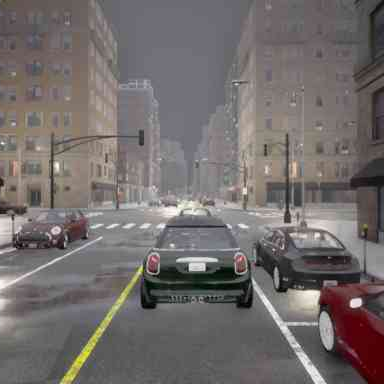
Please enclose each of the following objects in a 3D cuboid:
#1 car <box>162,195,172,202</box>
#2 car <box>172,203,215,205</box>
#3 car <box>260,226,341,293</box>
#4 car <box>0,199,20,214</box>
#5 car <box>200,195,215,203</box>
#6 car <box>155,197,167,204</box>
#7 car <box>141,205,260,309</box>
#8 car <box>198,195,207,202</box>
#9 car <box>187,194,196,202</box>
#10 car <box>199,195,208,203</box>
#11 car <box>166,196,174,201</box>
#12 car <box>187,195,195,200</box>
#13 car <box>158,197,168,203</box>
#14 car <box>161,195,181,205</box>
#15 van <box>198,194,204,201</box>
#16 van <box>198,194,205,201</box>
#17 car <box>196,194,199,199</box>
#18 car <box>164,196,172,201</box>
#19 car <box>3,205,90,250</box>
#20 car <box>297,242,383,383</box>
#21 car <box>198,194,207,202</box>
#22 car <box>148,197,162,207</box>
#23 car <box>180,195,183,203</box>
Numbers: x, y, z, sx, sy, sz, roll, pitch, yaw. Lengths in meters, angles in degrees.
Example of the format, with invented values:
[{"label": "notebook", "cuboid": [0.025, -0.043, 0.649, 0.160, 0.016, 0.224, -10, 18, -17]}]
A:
[{"label": "car", "cuboid": [-6.034, 1.549, 80.058, 1.967, 1.590, 4.097, 0, 0, 0]}, {"label": "car", "cuboid": [0.139, 1.495, 15.345, 2.128, 1.511, 4.902, 0, 0, 0]}, {"label": "car", "cuboid": [2.698, 1.552, 8.645, 2.008, 1.369, 4.403, 0, 0, 0]}, {"label": "car", "cuboid": [-17.594, 1.400, 30.197, 5.008, 1.535, 1.882, 0, 0, -2]}, {"label": "car", "cuboid": [2.679, 1.583, 52.572, 1.887, 1.381, 4.507, 0, 0, 0]}, {"label": "car", "cuboid": [-5.922, 1.605, 63.533, 1.887, 1.381, 4.507, 0, 0, 0]}, {"label": "car", "cuboid": [0.069, 1.353, 8.043, 2.097, 1.767, 4.553, 0, 0, -1]}, {"label": "car", "cuboid": [2.491, 1.549, 80.107, 1.967, 1.590, 4.097, 0, 0, 0]}, {"label": "car", "cuboid": [-0.181, 1.697, 80.075, 1.895, 1.301, 4.718, 0, 0, 0]}, {"label": "car", "cuboid": [2.528, 1.531, 74.601, 1.967, 1.590, 4.097, 0, 0, 0]}, {"label": "car", "cuboid": [-6.111, 1.717, 91.073, 1.947, 1.339, 4.313, 0, 0, 0]}, {"label": "car", "cuboid": [-0.249, 1.532, 90.051, 1.994, 1.385, 4.181, 0, 0, 0]}, {"label": "car", "cuboid": [-5.960, 1.657, 69.041, 1.802, 1.307, 4.206, 0, 0, 0]}, {"label": "car", "cuboid": [-3.067, 1.582, 50.191, 2.033, 1.411, 5.357, 0, 0, -1]}, {"label": "van", "cuboid": [2.416, 1.492, 91.122, 1.690, 1.788, 3.998, 0, 0, 0]}, {"label": "van", "cuboid": [2.454, 1.470, 85.615, 1.690, 1.788, 3.998, 0, 0, 0]}, {"label": "car", "cuboid": [2.566, 1.390, 69.093, 2.192, 1.841, 5.009, 0, 0, 0]}, {"label": "car", "cuboid": [-6.073, 1.711, 85.565, 1.802, 1.307, 4.206, 0, 0, 0]}, {"label": "car", "cuboid": [-5.813, 1.443, 14.155, 1.967, 1.590, 4.097, 0, 0, 0]}, {"label": "car", "cuboid": [2.684, 1.545, 3.154, 1.887, 1.381, 4.507, 0, 0, 0]}, {"label": "car", "cuboid": [2.602, 1.587, 63.756, 1.752, 1.417, 4.829, 0, 0, 0]}, {"label": "car", "cuboid": [-5.847, 1.589, 52.517, 2.008, 1.369, 4.403, 0, 0, 0]}, {"label": "car", "cuboid": [-3.118, 1.654, 60.008, 1.895, 1.301, 4.718, 0, 0, 0]}]
